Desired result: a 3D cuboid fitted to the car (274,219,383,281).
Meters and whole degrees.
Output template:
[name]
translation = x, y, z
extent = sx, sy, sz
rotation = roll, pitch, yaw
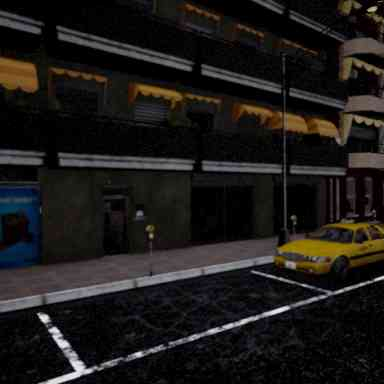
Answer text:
[car]
translation = 4.434, 1.503, 9.733
extent = 4.829, 1.417, 1.752
rotation = 0, 0, -36
